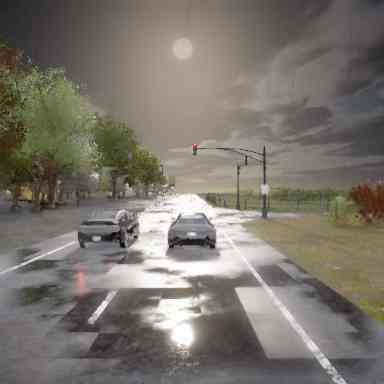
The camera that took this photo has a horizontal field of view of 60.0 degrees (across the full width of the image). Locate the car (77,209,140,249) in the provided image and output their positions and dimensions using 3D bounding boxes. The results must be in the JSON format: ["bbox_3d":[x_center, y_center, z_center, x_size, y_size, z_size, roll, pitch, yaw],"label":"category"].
[{"bbox_3d":[-3.500,1.499,14.651,2.128,1.511,4.902,0,0,0],"label":"car"}]

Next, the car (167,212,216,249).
[{"bbox_3d":[-0.001,1.576,14.651,1.994,1.385,4.181,0,0,0],"label":"car"}]
